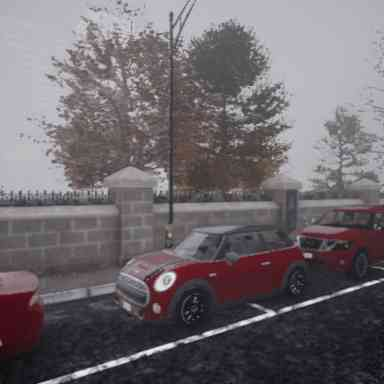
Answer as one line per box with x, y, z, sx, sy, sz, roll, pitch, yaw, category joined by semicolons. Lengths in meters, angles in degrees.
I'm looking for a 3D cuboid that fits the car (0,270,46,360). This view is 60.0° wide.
-4.076;1.542;3.651;4.507;1.381;1.887;0;0;-36;car

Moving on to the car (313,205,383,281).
5.090;1.346;10.191;5.009;1.841;2.192;0;0;-36;car

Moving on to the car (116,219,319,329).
0.506;1.453;6.920;4.097;1.590;1.967;0;0;-36;car
